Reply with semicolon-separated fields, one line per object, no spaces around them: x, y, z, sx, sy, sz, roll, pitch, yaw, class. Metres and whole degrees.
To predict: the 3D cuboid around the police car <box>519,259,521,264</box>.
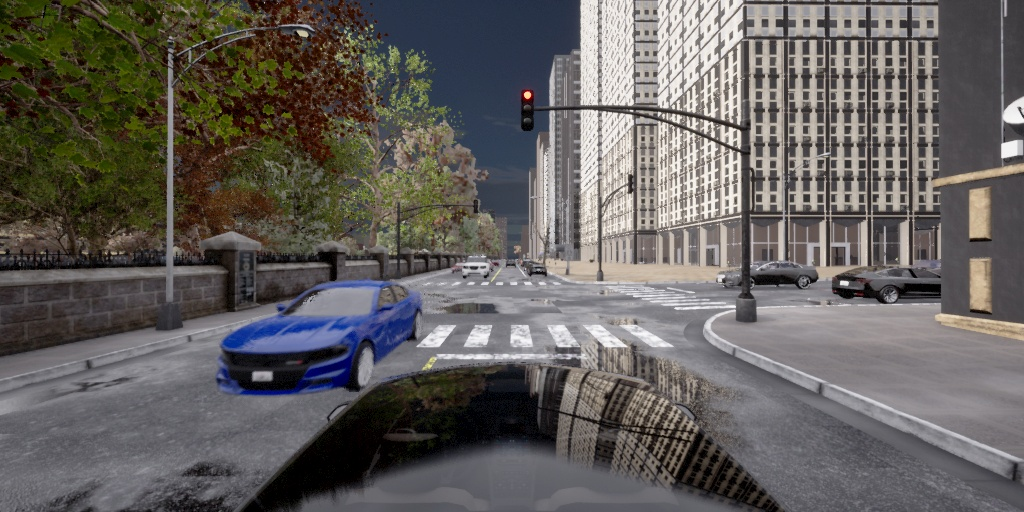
2.824;1.218;64.501;1.930;1.638;5.238;0;0;0;police car

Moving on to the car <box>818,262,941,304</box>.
14.630;1.026;13.555;4.313;1.339;1.948;0;0;-1;car

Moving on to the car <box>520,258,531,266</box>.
2.465;1.340;47.342;1.948;1.339;4.313;0;0;0;car

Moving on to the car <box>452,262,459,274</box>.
-5.888;1.351;41.667;1.802;1.307;4.207;0;0;0;car

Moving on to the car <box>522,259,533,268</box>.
2.493;1.335;41.709;1.948;1.339;4.313;0;0;0;car

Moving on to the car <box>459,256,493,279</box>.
-3.253;0.985;33.267;2.150;2.045;5.566;0;0;0;car

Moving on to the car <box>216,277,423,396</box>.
-3.122;1.228;6.968;1.882;1.535;5.008;0;0;0;car

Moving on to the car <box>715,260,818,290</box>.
13.656;0.993;19.349;4.902;1.511;2.128;-1;0;0;car

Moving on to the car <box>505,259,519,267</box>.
-0.213;1.299;65.109;1.837;1.490;4.892;0;0;0;car

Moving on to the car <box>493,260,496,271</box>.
-3.297;1.298;45.043;1.812;1.442;4.674;0;0;-1;car

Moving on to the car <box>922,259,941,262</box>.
23.474;0.882;19.442;5.357;1.411;2.033;-1;0;-1;car

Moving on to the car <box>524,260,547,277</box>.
2.521;1.331;36.077;1.948;1.339;4.313;0;0;0;car
